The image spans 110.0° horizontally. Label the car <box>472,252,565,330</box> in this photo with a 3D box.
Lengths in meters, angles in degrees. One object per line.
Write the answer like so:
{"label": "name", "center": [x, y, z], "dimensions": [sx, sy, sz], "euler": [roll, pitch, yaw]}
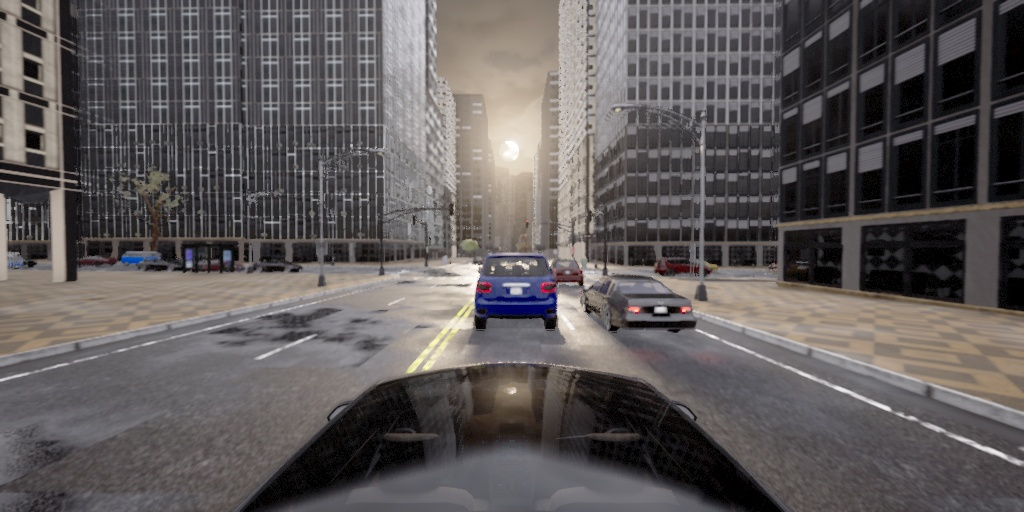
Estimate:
{"label": "car", "center": [0.097, 0.916, 11.101], "dimensions": [2.150, 2.045, 5.566], "euler": [0, 0, 0]}

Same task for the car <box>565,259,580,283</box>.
{"label": "car", "center": [3.345, 0.973, 23.708], "dimensions": [2.097, 1.767, 4.553], "euler": [0, 0, 0]}

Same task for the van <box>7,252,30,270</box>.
{"label": "van", "center": [-51.147, 0.502, 35.585], "dimensions": [3.998, 1.789, 1.690], "euler": [0, 0, 1]}

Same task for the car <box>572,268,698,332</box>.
{"label": "car", "center": [3.348, 1.246, 10.589], "dimensions": [2.033, 1.411, 5.357], "euler": [0, 0, 0]}

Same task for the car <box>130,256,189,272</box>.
{"label": "car", "center": [-34.103, 0.887, 35.191], "dimensions": [4.313, 1.339, 1.948], "euler": [0, 0, 1]}

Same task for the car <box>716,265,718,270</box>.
{"label": "car", "center": [21.796, 1.172, 42.655], "dimensions": [4.829, 1.417, 1.751], "euler": [0, 0, 1]}

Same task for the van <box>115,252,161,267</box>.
{"label": "van", "center": [-45.296, 0.376, 43.847], "dimensions": [3.998, 1.789, 1.690], "euler": [0, 0, 1]}

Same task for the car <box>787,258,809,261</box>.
{"label": "car", "center": [31.167, 1.137, 39.879], "dimensions": [4.553, 1.767, 2.097], "euler": [1, 1, 1]}

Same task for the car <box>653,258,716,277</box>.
{"label": "car", "center": [16.187, 1.091, 34.369], "dimensions": [5.009, 1.841, 2.192], "euler": [0, 0, 1]}

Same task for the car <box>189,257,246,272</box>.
{"label": "car", "center": [-28.422, 0.957, 35.019], "dimensions": [4.207, 1.307, 1.802], "euler": [0, 0, 1]}

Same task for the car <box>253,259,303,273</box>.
{"label": "car", "center": [-22.738, 0.993, 34.887], "dimensions": [4.313, 1.339, 1.948], "euler": [0, 0, 1]}

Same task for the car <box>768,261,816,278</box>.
{"label": "car", "center": [27.635, 1.402, 34.175], "dimensions": [4.829, 1.417, 1.751], "euler": [0, 0, 1]}
